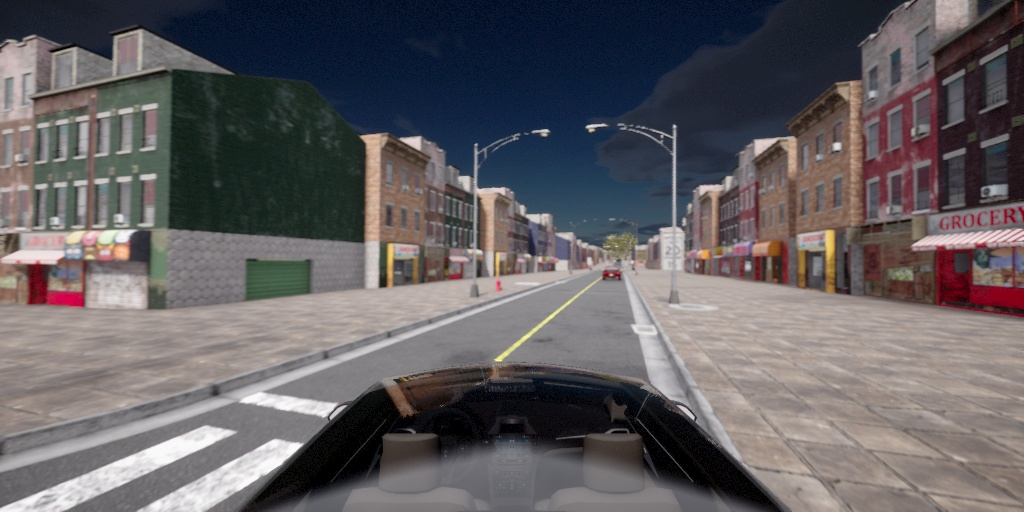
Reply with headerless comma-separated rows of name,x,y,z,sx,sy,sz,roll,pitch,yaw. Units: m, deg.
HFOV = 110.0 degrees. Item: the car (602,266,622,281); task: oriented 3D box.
car,10.876,1.826,38.945,1.882,1.535,5.008,0,-1,17
